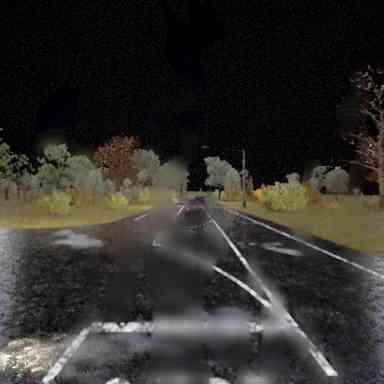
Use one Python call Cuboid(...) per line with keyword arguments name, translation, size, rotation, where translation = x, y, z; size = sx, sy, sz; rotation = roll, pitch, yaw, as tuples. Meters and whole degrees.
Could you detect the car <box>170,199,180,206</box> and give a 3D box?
Cuboid(name="car", translation=(-3.372, 2.074, 67.972), size=(1.812, 1.442, 4.674), rotation=(0, 0, 0))
